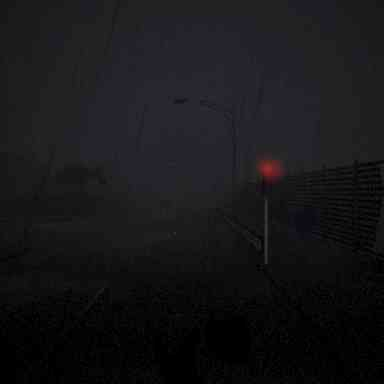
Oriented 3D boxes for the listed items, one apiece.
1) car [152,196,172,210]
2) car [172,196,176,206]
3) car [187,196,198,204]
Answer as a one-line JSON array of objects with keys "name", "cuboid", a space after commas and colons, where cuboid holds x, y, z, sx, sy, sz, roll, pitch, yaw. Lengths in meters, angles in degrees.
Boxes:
[{"name": "car", "cuboid": [-4.029, 1.564, 43.362, 1.994, 1.385, 4.181, 0, 0, 0]}, {"name": "car", "cuboid": [-4.007, 1.478, 53.433, 1.882, 1.535, 5.008, 0, 0, 0]}, {"name": "car", "cuboid": [0.101, 1.505, 63.160, 1.837, 1.490, 4.892, 0, 0, 0]}]
